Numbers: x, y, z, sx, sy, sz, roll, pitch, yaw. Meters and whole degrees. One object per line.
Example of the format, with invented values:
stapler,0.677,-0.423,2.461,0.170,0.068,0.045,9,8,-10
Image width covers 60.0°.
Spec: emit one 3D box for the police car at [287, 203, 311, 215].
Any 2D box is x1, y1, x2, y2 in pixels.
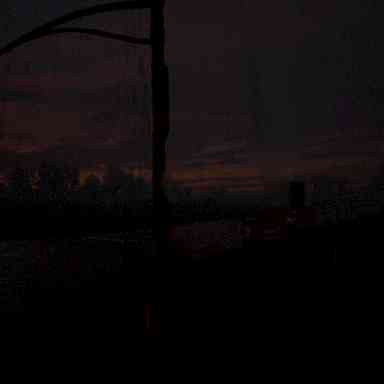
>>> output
police car,13.386,2.030,41.632,1.930,1.638,5.238,-1,-2,36
